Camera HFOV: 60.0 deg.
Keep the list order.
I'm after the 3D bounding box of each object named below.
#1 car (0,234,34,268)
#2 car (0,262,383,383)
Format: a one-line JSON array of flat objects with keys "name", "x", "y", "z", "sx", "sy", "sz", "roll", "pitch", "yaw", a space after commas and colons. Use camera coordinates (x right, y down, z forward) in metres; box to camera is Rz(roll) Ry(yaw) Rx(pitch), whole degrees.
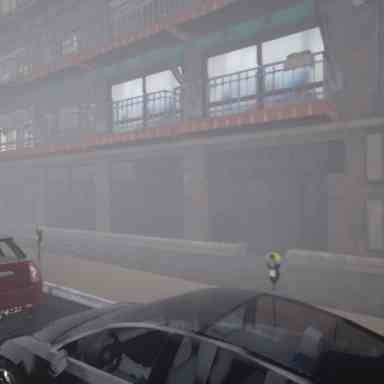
[{"name": "car", "x": -4.619, "y": 1.407, "z": 6.181, "sx": 4.097, "sy": 1.590, "sz": 1.967, "roll": 0, "pitch": -1, "yaw": 35}, {"name": "car", "x": -0.004, "y": 1.559, "z": 2.889, "sx": 4.313, "sy": 1.339, "sz": 1.947, "roll": 0, "pitch": -1, "yaw": 35}]
